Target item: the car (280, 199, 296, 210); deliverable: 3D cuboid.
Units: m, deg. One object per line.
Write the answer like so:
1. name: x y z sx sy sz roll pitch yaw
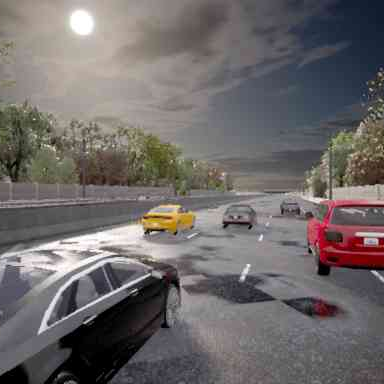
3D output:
1. car: 12.860 1.609 44.559 1.994 1.385 4.181 0 0 15

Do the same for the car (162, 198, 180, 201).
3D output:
1. car: -2.781 1.616 54.110 1.994 1.385 4.181 0 0 15

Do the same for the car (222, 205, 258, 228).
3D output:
1. car: 3.270 1.566 22.197 2.033 1.411 5.357 0 0 15

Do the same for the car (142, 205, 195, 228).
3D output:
1. car: -1.198 1.491 19.089 1.882 1.535 5.008 0 0 15

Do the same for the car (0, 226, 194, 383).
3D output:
1. car: -1.576 1.491 4.312 2.128 1.511 4.902 0 0 15

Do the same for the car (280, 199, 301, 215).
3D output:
1. car: 10.216 1.524 34.608 2.128 1.511 4.902 0 0 16

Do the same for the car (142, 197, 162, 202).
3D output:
1. car: -6.112 1.558 55.185 1.837 1.490 4.892 0 0 15

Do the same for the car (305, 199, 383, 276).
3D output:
1. car: 4.823 1.232 10.244 2.150 2.045 5.566 0 0 15

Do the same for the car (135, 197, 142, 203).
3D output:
1. car: -8.579 1.585 59.416 1.812 1.442 4.674 0 0 16
